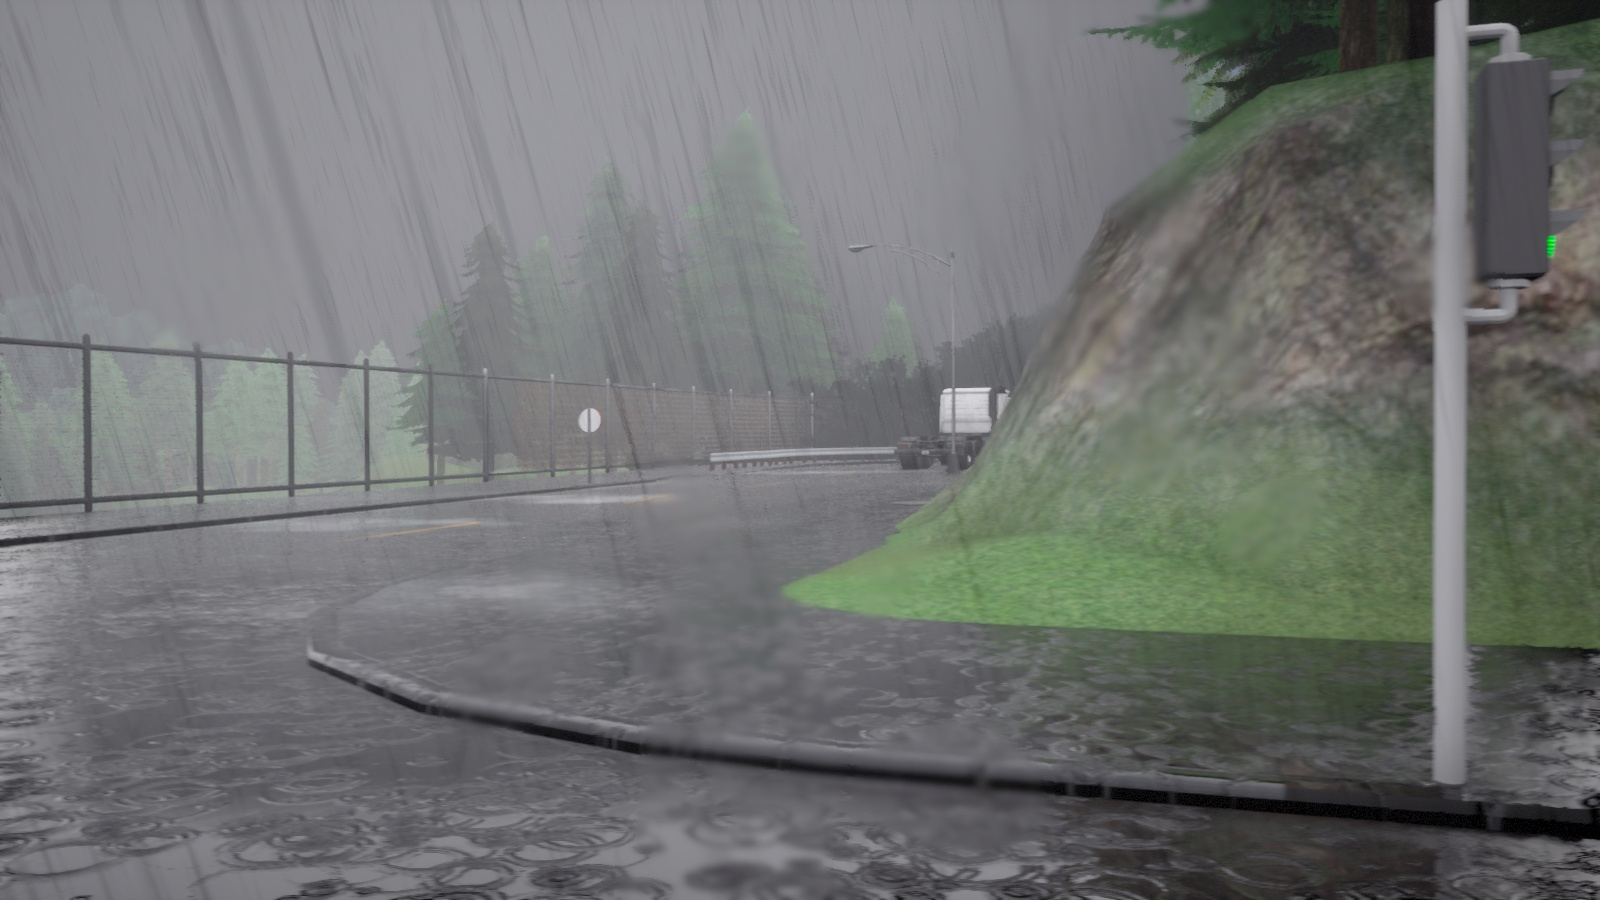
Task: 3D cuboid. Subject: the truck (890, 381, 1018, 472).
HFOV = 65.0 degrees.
[{"bbox_3d":[6.558,-0.952,52.193,2.891,3.462,7.936,0,1,26],"label":"truck"}]
